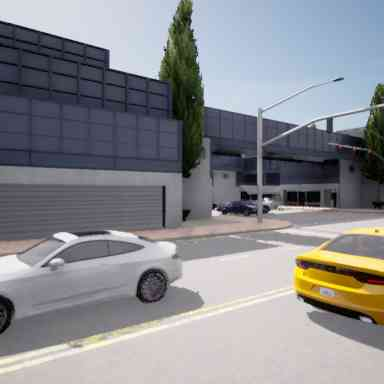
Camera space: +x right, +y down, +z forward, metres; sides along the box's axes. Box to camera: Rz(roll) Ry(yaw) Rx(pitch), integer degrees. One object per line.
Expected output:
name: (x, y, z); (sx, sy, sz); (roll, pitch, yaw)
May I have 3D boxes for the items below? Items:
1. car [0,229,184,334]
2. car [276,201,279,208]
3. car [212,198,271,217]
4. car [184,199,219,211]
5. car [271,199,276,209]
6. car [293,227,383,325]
car: (-2.343, 1.525, 6.642); (4.674, 1.442, 1.812); (0, 0, -36)
car: (9.250, 1.519, 43.667); (1.812, 1.442, 4.674); (0, 0, -36)
car: (4.640, 1.543, 32.067); (2.033, 1.411, 5.357); (0, 0, -37)
car: (1.133, 1.595, 42.586); (1.895, 1.301, 4.718); (0, 0, -37)
car: (6.365, 1.558, 35.601); (1.994, 1.385, 4.181); (0, 0, -37)
car: (4.206, 1.476, 6.843); (5.008, 1.535, 1.882); (0, 0, -36)
